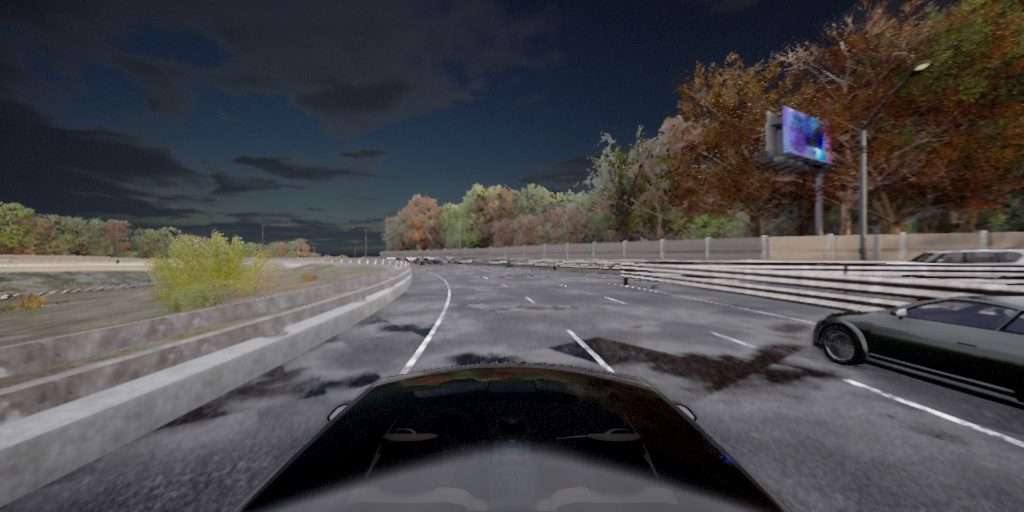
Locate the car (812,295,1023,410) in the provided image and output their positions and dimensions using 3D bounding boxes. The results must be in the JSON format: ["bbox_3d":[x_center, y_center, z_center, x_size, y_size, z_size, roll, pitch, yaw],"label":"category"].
[{"bbox_3d":[6.794,1.242,5.124,1.994,1.385,4.181,0,0,-3],"label":"car"}]

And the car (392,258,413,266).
[{"bbox_3d":[-19.320,1.015,62.021,1.837,1.490,4.892,0,1,-35],"label":"car"}]

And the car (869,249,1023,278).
[{"bbox_3d":[21.677,0.694,17.794,5.566,2.045,2.150,0,1,26],"label":"car"}]
